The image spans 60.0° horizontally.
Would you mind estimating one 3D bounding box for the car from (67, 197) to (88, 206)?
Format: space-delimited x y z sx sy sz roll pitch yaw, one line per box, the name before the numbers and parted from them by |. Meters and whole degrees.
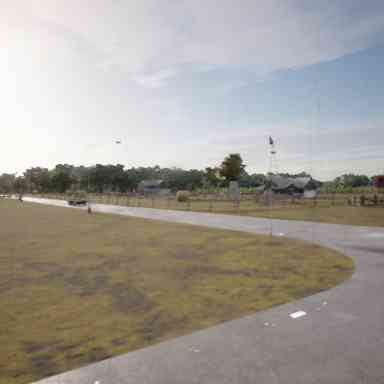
car | -17.479 1.466 50.796 1.895 1.301 4.718 -2 1 -35
